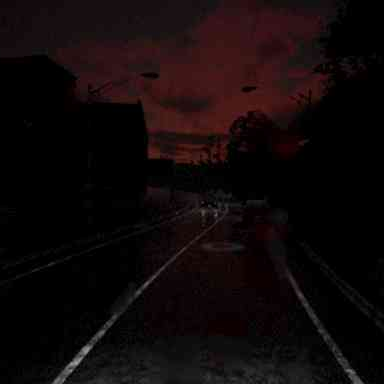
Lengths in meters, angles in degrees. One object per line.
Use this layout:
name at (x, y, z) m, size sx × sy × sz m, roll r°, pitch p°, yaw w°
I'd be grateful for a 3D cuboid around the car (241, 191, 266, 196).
car at (6.006, 0.957, 31.380) m, size 2.150 × 2.045 × 5.566 m, roll 0°, pitch 1°, yaw 8°

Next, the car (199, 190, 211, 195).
car at (2.890, 0.237, 69.620) m, size 2.033 × 1.411 × 5.357 m, roll 1°, pitch 2°, yaw -15°

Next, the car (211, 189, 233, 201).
car at (5.242, 0.491, 55.895) m, size 2.150 × 2.045 × 5.566 m, roll 0°, pitch 1°, yaw -9°

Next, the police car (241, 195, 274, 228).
police car at (4.261, 1.279, 21.463) m, size 1.930 × 1.638 × 5.238 m, roll 0°, pitch 1°, yaw 11°

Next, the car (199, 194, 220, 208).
car at (2.074, 1.211, 39.257) m, size 1.895 × 1.301 × 4.718 m, roll 0°, pitch 1°, yaw 4°
